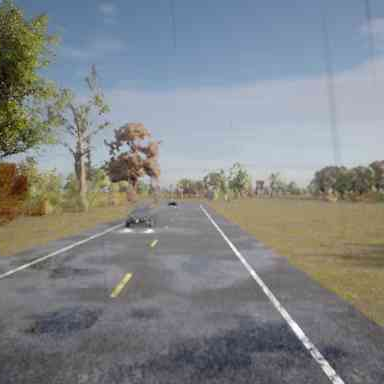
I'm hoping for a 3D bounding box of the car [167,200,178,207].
[{"bbox_3d":[-3.502,2.073,60.796,1.895,1.301,4.718,0,0,0],"label":"car"}]

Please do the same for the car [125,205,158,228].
[{"bbox_3d":[-3.599,1.703,24.212,1.837,1.490,4.892,0,0,0],"label":"car"}]
